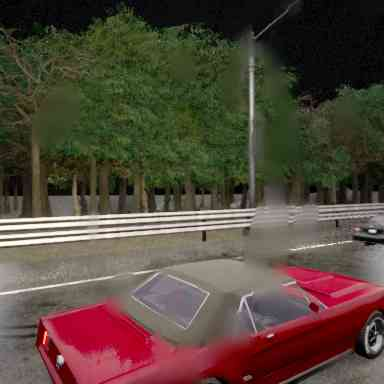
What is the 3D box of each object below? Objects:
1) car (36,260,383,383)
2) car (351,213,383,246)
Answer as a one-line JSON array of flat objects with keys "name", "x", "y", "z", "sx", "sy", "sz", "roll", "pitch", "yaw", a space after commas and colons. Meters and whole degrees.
[{"name": "car", "x": 0.694, "y": 1.598, "z": 4.319, "sx": 4.718, "sy": 1.301, "sz": 1.895, "roll": 0, "pitch": 0, "yaw": -34}, {"name": "car", "x": 8.851, "y": 1.503, "z": 13.782, "sx": 5.357, "sy": 1.411, "sz": 2.033, "roll": 0, "pitch": 0, "yaw": -33}]
